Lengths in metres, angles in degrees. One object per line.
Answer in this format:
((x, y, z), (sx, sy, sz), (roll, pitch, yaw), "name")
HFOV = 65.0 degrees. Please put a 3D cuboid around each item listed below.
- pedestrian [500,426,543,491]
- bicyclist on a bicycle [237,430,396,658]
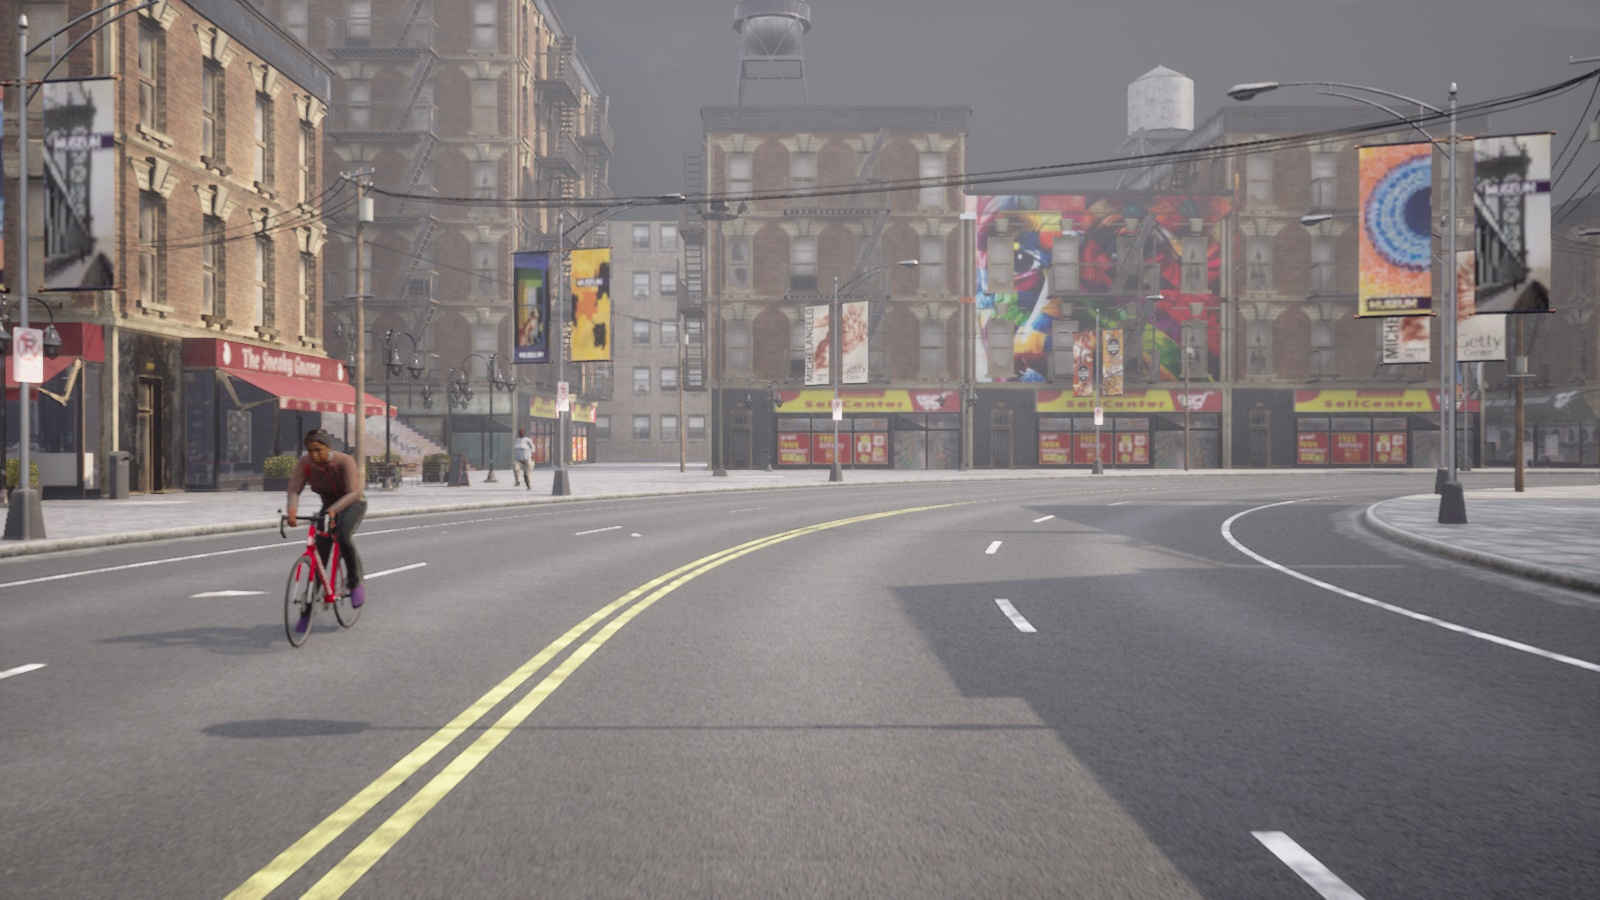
((-8.041, 0.250, 36.320), (0.874, 1.855, 0.900), (0, 0, 17), "pedestrian")
((-3.699, 0.657, 9.741), (0.582, 1.620, 1.656), (0, 1, 0), "bicyclist on a bicycle")
